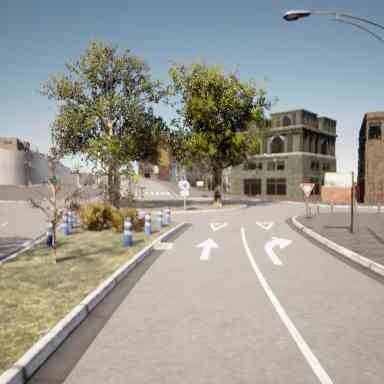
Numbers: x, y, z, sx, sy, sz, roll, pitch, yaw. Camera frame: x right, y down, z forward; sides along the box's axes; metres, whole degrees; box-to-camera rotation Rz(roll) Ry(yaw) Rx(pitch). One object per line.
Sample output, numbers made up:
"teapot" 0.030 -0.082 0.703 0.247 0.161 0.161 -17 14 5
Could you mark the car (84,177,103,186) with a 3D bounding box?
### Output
"car" -26.999 -2.475 90.869 4.792 1.488 2.163 -3 7 -33
